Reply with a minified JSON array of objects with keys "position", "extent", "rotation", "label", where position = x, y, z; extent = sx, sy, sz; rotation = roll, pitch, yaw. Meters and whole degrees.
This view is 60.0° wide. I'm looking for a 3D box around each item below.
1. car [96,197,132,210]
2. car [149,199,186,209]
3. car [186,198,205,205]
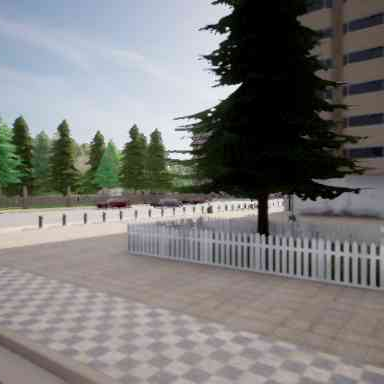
[{"position":[-10.123,1.470,43.445],"extent":[1.882,1.535,5.008],"rotation":[0,0,36],"label":"car"},{"position":[-3.567,1.541,46.582],"extent":[2.033,1.411,5.357],"rotation":[0,0,36],"label":"car"},{"position":[0.178,1.646,57.702],"extent":[1.895,1.301,4.718],"rotation":[0,0,36],"label":"car"}]
